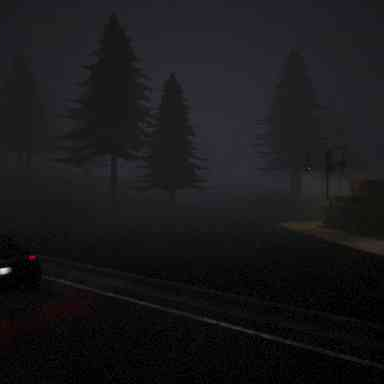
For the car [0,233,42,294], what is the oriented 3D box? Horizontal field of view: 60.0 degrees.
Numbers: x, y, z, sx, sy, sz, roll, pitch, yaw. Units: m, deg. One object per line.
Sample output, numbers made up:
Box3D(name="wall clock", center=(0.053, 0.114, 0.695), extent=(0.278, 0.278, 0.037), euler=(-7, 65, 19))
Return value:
Box3D(name="car", center=(-5.426, 1.564, 7.863), extent=(4.181, 1.385, 1.994), euler=(0, 0, 36))
